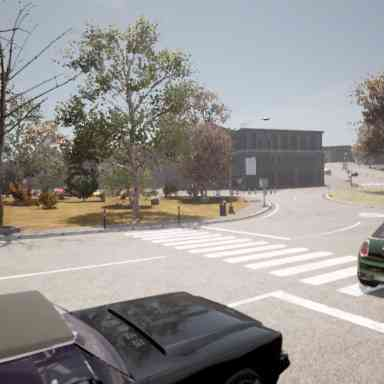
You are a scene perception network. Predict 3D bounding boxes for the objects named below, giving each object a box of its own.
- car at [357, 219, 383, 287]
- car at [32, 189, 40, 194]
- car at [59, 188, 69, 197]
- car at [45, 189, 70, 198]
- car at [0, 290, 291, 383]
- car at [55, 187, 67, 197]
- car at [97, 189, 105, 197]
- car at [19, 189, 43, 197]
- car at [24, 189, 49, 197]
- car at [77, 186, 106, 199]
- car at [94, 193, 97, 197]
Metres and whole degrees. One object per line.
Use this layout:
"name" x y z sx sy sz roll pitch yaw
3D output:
"car" 6.019 1.316 7.972 4.553 1.767 2.097 0 0 -34
"car" -33.281 0.097 74.592 2.185 1.767 4.553 0 2 18
"car" -23.889 0.345 67.281 2.163 1.488 4.792 -1 2 17
"car" -28.599 0.288 70.944 2.231 1.521 4.892 -1 2 18
"car" -1.328 1.600 2.796 4.718 1.301 1.895 0 0 -36
"car" -26.252 0.056 69.087 2.435 2.045 5.566 0 2 17
"car" -14.401 0.117 60.111 2.185 1.767 4.553 -2 2 16
"car" -37.901 0.146 78.335 2.097 1.535 5.008 0 3 19
"car" -35.647 0.189 76.295 1.946 1.575 5.366 0 3 18
"car" -19.154 0.047 63.729 2.435 2.045 5.566 -2 2 17
"car" -16.815 0.279 61.737 1.946 1.575 5.366 -1 2 17
